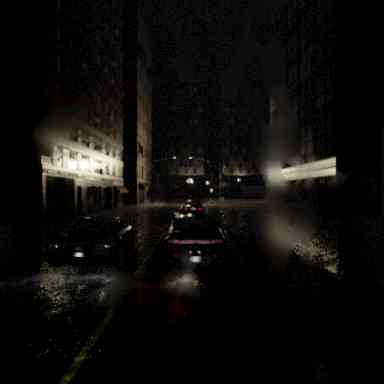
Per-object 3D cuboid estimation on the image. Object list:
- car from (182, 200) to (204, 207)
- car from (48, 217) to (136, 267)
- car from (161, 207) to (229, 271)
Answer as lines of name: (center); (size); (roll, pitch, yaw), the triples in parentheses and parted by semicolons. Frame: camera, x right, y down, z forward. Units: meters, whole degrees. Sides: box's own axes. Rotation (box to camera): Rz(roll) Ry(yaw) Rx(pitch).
car: (0.091, 1.473, 30.509); (2.033, 1.411, 5.357); (0, 0, 0)
car: (-3.104, 1.536, 11.132); (1.994, 1.385, 4.181); (0, 0, 0)
car: (0.093, 1.465, 10.747); (2.128, 1.511, 4.902); (0, 0, 0)
